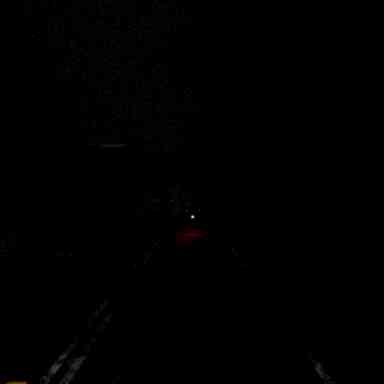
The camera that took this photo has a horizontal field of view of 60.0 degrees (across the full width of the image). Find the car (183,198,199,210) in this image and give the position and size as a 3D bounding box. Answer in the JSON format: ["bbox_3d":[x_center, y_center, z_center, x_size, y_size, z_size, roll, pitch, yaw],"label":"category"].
[{"bbox_3d":[-0.151,1.527,42.714,1.994,1.385,4.181,0,0,-1],"label":"car"}]

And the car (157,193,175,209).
[{"bbox_3d":[-3.555,1.172,46.035,2.150,2.045,5.566,0,0,-1],"label":"car"}]

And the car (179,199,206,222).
[{"bbox_3d":[0.038,1.500,26.127,1.837,1.490,4.892,0,0,0],"label":"car"}]
